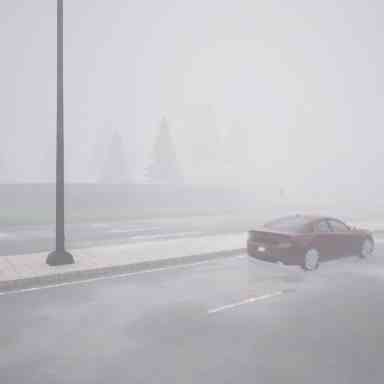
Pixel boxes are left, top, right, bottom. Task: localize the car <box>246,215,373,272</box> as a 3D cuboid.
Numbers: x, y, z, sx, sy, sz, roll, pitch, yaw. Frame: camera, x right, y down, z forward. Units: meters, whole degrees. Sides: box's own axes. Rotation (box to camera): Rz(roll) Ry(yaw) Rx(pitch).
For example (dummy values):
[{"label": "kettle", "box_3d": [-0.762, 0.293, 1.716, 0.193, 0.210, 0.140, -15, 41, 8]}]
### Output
[{"label": "car", "box_3d": [3.983, 1.477, 10.887, 5.008, 1.535, 1.882, 0, 0, -35]}]
